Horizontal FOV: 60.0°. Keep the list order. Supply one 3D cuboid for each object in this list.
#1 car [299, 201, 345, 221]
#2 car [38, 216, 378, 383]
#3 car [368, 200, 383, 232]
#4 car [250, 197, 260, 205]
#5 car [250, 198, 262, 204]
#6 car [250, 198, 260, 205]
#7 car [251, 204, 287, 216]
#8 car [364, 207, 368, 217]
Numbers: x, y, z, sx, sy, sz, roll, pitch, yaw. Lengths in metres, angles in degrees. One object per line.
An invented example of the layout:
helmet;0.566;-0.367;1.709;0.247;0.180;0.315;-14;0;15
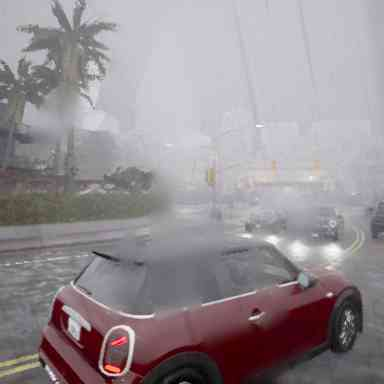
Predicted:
car;7.151;1.572;18.354;2.097;1.767;4.553;0;-1;29
car;0.477;1.395;4.631;4.553;1.767;2.097;1;-1;-39
car;11.393;1.486;18.896;2.150;2.045;5.566;0;0;27
car;15.295;2.187;80.603;2.185;1.767;4.553;0;-1;11
car;17.507;2.424;91.147;2.231;1.521;4.892;0;-1;21
car;14.130;2.247;74.282;2.097;1.535;5.008;0;-1;11
car;4.915;1.754;21.420;1.812;1.442;4.674;0;-1;27
car;19.801;1.972;35.388;2.128;1.511;4.902;0;0;13
